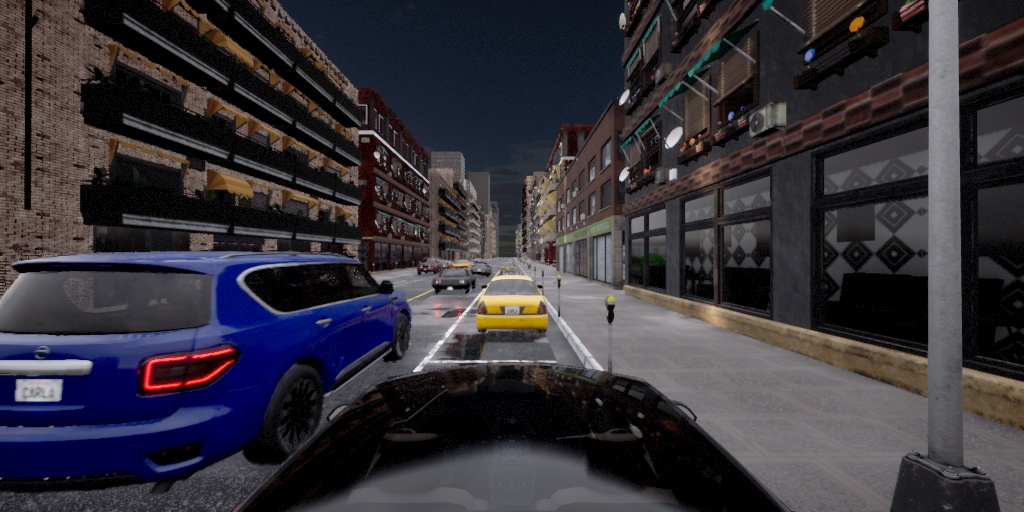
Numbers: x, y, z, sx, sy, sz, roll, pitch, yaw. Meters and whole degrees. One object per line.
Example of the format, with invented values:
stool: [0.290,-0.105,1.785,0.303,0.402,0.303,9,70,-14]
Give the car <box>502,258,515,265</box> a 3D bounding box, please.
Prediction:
car: [-0.456,1.275,39.173,1.751,1.417,4.829,0,0,0]

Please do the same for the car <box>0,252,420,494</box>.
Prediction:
car: [-3.144,0.973,5.066,2.150,2.045,5.566,0,0,0]

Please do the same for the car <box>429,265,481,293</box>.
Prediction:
car: [-3.110,1.351,20.427,1.895,1.301,4.718,0,0,1]

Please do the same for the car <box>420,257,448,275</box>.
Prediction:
car: [-8.837,1.064,39.007,2.192,1.841,5.009,0,0,0]

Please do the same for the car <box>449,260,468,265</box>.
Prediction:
car: [-6.199,1.226,44.654,1.882,1.535,5.008,0,0,0]

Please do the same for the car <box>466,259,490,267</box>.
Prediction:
car: [-3.099,1.315,36.314,1.994,1.385,4.181,0,0,0]

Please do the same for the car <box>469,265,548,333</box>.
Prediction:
car: [0.005,1.207,10.689,1.801,1.575,5.366,0,0,0]
